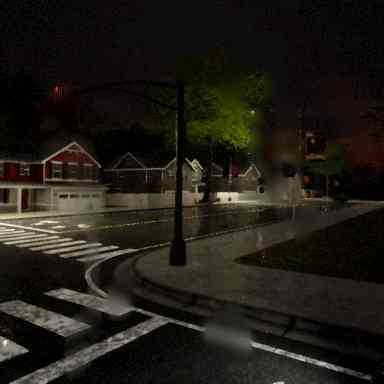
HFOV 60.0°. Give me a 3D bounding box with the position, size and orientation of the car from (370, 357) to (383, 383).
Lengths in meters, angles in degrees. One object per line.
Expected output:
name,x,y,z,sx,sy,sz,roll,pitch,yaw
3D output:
car,3.361,1.506,1.283,4.892,1.490,1.837,0,0,35

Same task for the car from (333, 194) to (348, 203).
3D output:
car,28.010,1.206,62.723,2.128,1.511,4.902,1,0,36
